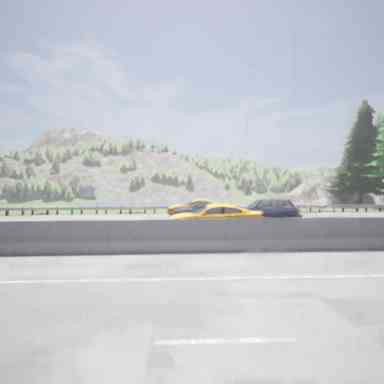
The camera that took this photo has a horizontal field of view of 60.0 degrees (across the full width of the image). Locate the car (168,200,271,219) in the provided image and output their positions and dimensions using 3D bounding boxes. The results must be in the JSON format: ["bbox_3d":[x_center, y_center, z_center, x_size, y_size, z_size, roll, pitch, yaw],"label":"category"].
[{"bbox_3d":[1.244,1.380,17.338,5.008,1.535,1.882,0,0,-2],"label":"car"}]

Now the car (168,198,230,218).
[{"bbox_3d":[0.512,1.332,27.817,5.008,1.535,1.882,0,0,-2],"label":"car"}]

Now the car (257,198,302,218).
[{"bbox_3d":[4.443,1.212,20.962,4.553,1.767,2.097,0,0,-2],"label":"car"}]
